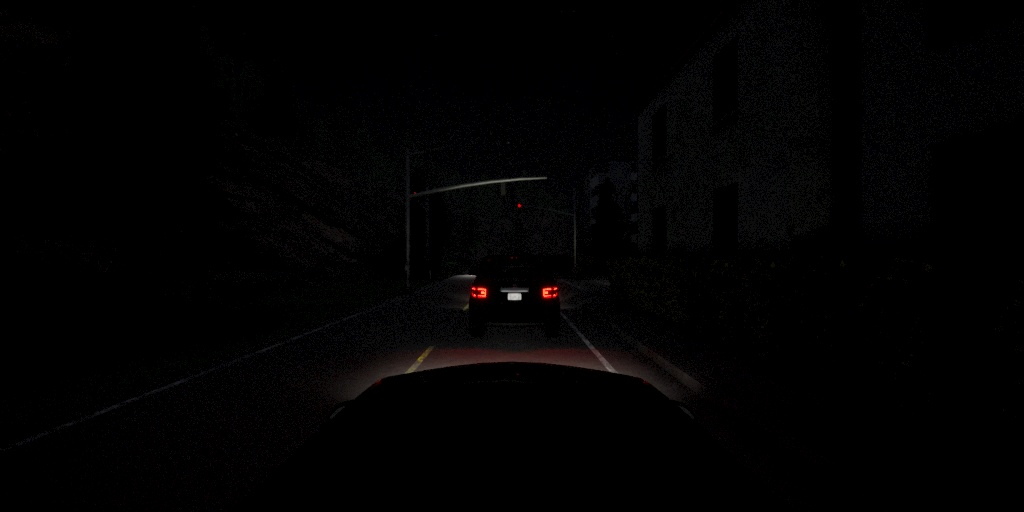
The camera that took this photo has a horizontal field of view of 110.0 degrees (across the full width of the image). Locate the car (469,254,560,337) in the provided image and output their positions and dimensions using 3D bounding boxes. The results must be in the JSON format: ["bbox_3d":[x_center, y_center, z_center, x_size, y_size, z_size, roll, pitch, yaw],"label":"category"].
[{"bbox_3d":[0.063,0.971,10.403,2.150,2.045,5.566,0,0,0],"label":"car"}]

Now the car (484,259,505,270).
[{"bbox_3d":[-2.601,1.226,55.369,1.882,1.535,5.008,0,0,14],"label":"car"}]

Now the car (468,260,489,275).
[{"bbox_3d":[-3.611,1.254,39.344,1.837,1.490,4.892,0,0,0],"label":"car"}]
